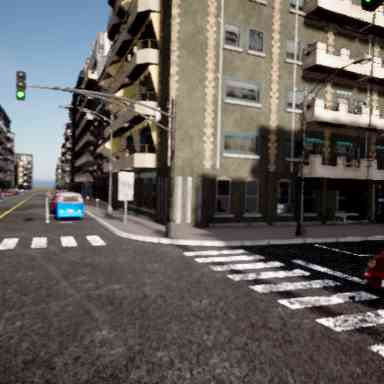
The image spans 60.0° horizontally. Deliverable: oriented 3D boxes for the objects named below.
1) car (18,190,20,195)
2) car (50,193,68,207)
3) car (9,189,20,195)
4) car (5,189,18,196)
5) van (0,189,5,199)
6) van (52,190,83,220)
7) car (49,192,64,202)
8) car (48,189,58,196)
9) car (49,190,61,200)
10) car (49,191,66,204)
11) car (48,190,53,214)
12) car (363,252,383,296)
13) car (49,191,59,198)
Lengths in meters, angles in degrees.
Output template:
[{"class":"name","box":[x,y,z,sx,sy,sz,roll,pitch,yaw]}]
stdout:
[{"class":"car","box":[-40.707,0.095,75.260,2.008,1.369,4.403,0,1,-24]},{"class":"car","box":[-15.330,0.865,38.264,1.752,1.417,4.829,0,1,-24]},{"class":"car","box":[-42.906,0.037,80.327,1.947,1.339,4.313,0,1,-24]},{"class":"car","box":[-38.484,0.164,70.205,1.887,1.381,4.507,0,1,-24]},{"class":"van","box":[-29.727,0.273,49.921,1.690,1.788,3.998,0,1,-24]},{"class":"van","box":[-8.517,0.949,23.009,1.690,1.788,3.998,1,1,-24]},{"class":"car","box":[-19.686,0.720,48.226,1.887,1.381,4.507,0,1,-24]},{"class":"car","box":[-32.897,0.145,78.603,1.967,1.590,4.097,0,1,-24]},{"class":"car","box":[-24.064,0.454,58.361,1.967,1.590,4.097,0,1,-24]},{"class":"car","box":[-17.473,0.699,43.167,1.967,1.590,4.097,0,1,-24]},{"class":"car","box":[-10.799,0.832,28.009,2.192,1.841,5.009,0,1,-24]},{"class":"car","box":[5.973,1.735,7.443,4.674,1.442,1.812,2,1,-24]},{"class":"car","box":[-28.468,0.422,68.491,1.947,1.339,4.313,0,1,-24]}]
